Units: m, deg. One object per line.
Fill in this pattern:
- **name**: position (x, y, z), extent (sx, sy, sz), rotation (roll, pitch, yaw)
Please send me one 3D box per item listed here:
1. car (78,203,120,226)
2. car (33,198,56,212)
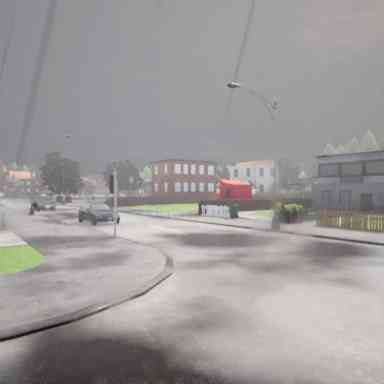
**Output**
- **car**: position (-6.791, 1.524, 23.927), extent (1.812, 1.442, 4.674), rotation (0, 0, -36)
- **car**: position (-17.216, 1.489, 38.558), extent (2.128, 1.511, 4.902), rotation (0, 0, -35)
